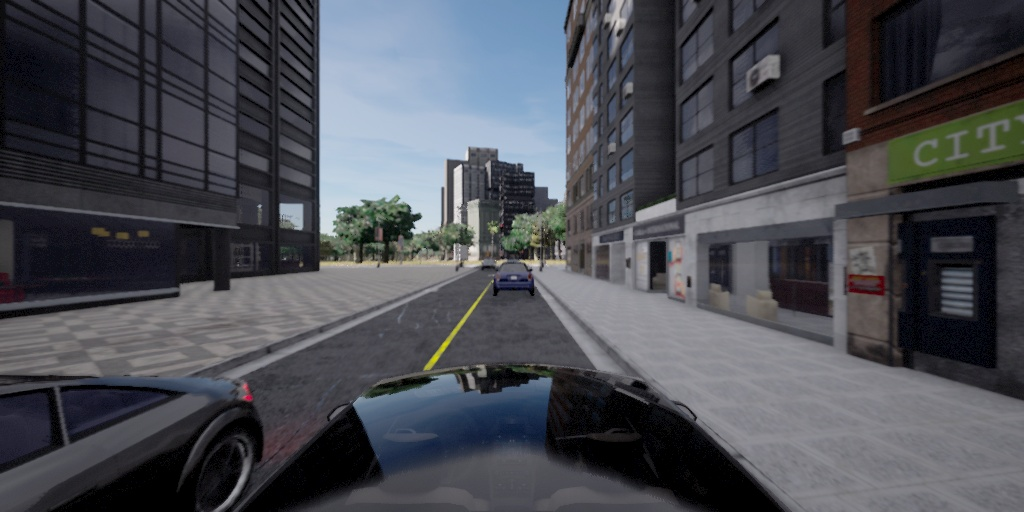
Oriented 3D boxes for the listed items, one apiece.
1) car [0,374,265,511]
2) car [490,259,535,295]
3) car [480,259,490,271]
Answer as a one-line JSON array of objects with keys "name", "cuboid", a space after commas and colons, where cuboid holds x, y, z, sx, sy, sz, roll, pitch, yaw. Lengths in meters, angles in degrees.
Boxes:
[{"name": "car", "cuboid": [-3.100, 1.312, 1.328, 1.994, 1.385, 4.181, 0, 0, 0]}, {"name": "car", "cuboid": [0.088, 1.074, 19.681, 2.097, 1.767, 4.553, 0, 0, 0]}, {"name": "car", "cuboid": [-3.031, 1.130, 47.156, 1.837, 1.490, 4.892, 0, 0, 0]}]
